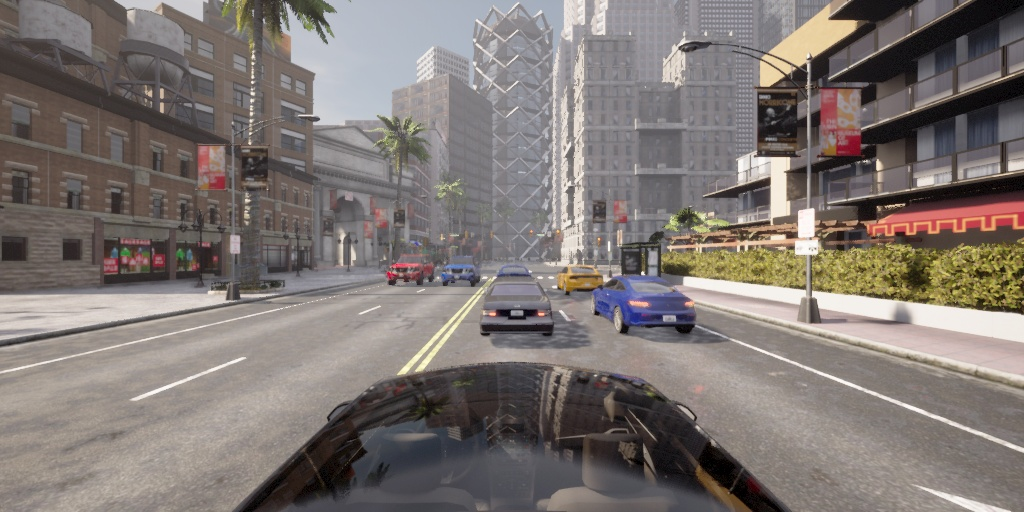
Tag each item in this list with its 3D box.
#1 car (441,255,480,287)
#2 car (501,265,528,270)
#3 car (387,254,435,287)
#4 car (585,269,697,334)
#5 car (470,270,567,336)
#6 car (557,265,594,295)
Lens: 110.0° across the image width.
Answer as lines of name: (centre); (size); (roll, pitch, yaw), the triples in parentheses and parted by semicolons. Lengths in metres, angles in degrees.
car: (-3.481, 0.966, 25.372); (2.150, 2.045, 5.566); (0, 0, 0)
car: (0.116, 1.227, 20.161); (1.882, 1.535, 5.008); (0, 0, 0)
car: (-6.981, 0.883, 25.375); (2.150, 2.045, 5.566); (0, 0, 0)
car: (3.620, 1.275, 10.549); (1.812, 1.442, 4.674); (0, 0, 0)
car: (0.108, 1.297, 10.375); (2.033, 1.411, 5.357); (0, 0, 0)
car: (3.615, 1.227, 19.661); (1.882, 1.535, 5.008); (0, 0, 0)
